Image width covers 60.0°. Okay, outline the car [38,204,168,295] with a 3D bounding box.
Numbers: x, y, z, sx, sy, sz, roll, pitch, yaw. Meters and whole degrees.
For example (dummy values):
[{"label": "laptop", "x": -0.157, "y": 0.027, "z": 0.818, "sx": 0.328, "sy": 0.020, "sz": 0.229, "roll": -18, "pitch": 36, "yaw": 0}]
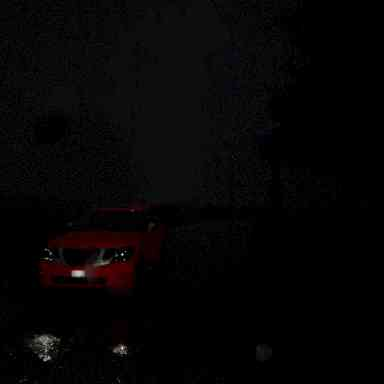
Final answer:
[{"label": "car", "x": -2.071, "y": 1.374, "z": 9.519, "sx": 2.150, "sy": 2.045, "sz": 5.566, "roll": 0, "pitch": -1, "yaw": 5}]
